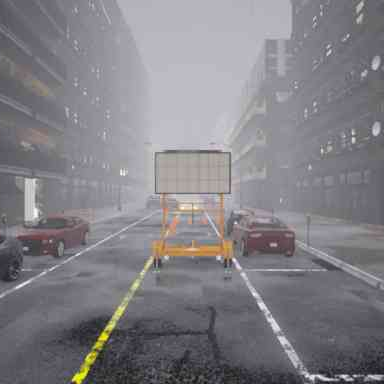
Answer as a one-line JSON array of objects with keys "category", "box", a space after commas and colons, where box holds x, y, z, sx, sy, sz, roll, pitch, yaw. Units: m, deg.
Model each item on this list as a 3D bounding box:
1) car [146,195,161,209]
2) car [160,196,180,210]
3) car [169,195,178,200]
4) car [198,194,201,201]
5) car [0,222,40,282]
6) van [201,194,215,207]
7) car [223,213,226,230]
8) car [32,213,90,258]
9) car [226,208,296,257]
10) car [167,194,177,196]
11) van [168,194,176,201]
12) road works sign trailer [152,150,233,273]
[{"category": "car", "box": [-5.201, 1.324, 46.796, 2.192, 1.841, 5.009, 1, 0, 0]}, {"category": "car", "box": [-2.657, 1.534, 42.509, 1.812, 1.442, 4.674, 0, 0, 0]}, {"category": "car", "box": [-5.105, 1.570, 92.163, 2.008, 1.369, 4.403, 1, 0, 0]}, {"category": "car", "box": [2.766, 1.333, 86.505, 2.192, 1.841, 5.009, 1, 0, 0]}, {"category": "car", "box": [-5.291, 1.567, 7.100, 1.947, 1.339, 4.313, 1, 0, 0]}, {"category": "van", "box": [2.692, 1.351, 52.480, 1.690, 1.788, 3.998, 1, 0, 0]}, {"category": "car", "box": [2.615, 1.555, 18.455, 2.008, 1.369, 4.403, 1, 0, 0]}, {"category": "car", "box": [-5.278, 1.547, 12.771, 1.887, 1.381, 4.507, 1, 0, 0]}, {"category": "car", "box": [2.602, 1.547, 12.784, 1.887, 1.381, 4.507, 1, 0, 0]}, {"category": "car", "box": [-5.139, 1.330, 75.151, 2.192, 1.841, 5.009, 1, 0, 0]}, {"category": "van", "box": [-5.115, 1.359, 86.493, 1.690, 1.788, 3.998, 1, 0, 0]}, {"category": "road works sign trailer", "box": [0.028, 0.467, 10.636, 2.380, 3.560, 2.880, 0, 0, 0]}]
